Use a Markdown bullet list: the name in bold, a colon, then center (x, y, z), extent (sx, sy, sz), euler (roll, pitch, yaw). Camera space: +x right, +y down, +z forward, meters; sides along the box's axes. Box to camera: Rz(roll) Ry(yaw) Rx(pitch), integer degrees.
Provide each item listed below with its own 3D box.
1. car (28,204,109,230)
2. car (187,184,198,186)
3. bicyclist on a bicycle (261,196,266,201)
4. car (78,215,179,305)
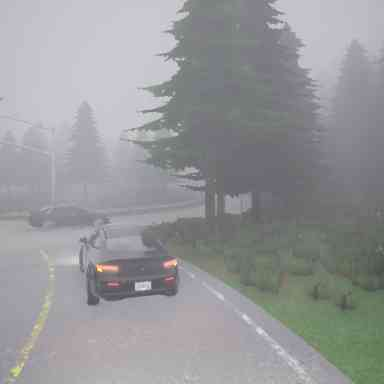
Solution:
- **car**: center (-7.626, 1.518, 20.985), extent (4.892, 1.490, 1.837), euler (0, 4, -29)
- **car**: center (0.063, -2.121, 70.125), extent (2.150, 2.045, 5.566), euler (0, 5, -1)
- **bicyclist on a bicycle**: center (6.284, 0.894, 30.423), extent (1.656, 1.620, 0.582), euler (-13, -4, 35)
- **car**: center (-1.691, 1.526, 8.139), extent (1.812, 1.442, 4.674), euler (0, 0, -21)
